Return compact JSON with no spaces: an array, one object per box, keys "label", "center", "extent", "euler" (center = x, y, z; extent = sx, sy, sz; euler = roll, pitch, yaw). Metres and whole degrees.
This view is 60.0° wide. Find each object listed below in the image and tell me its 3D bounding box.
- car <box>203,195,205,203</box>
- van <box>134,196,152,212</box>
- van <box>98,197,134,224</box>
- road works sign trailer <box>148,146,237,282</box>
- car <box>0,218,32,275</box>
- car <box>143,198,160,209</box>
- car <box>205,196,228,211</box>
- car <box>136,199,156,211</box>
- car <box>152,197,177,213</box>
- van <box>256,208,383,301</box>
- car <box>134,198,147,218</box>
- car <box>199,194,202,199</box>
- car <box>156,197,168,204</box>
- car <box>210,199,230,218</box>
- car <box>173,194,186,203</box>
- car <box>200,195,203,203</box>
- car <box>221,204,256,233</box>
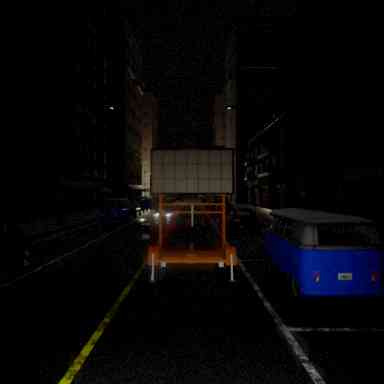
[{"label":"car","center":[2.903,1.442,46.576],"extent":[1.967,1.590,4.097],"euler":[0,0,0]},{"label":"van","center":[-5.634,1.340,35.581],"extent":[1.690,1.788,3.998],"euler":[0,0,0]},{"label":"van","center":[-5.645,1.340,24.580],"extent":[1.690,1.788,3.998],"euler":[0,0,0]},{"label":"road works sign trailer","center":[0.010,0.464,9.747],"extent":[2.380,3.560,2.880],"euler":[0,0,0]},{"label":"car","center":[-5.661,1.439,8.075],"extent":[1.967,1.590,4.097],"euler":[0,0,0]},{"label":"car","center":[-5.622,1.584,46.584],"extent":[1.802,1.307,4.206],"euler":[0,0,0]},{"label":"car","center":[2.892,1.315,35.572],"extent":[2.192,1.841,5.009],"euler":[0,0,0]},{"label":"car","center":[-5.628,1.566,41.083],"extent":[1.947,1.339,4.313],"euler":[0,0,0]},{"label":"car","center":[-3.064,1.547,37.079],"extent":[2.033,1.411,5.357],"euler":[0,0,0]},{"label":"van","center":[2.864,1.340,8.066],"extent":[1.690,1.788,3.998],"euler":[0,0,0]},{"label":"car","center":[-5.639,1.550,30.080],"extent":[2.008,1.369,4.403],"euler":[0,0,0]},{"label":"car","center":[2.925,1.576,68.581],"extent":[1.947,1.339,4.313],"euler":[0,0,0]},{"label":"car","center":[-5.606,1.590,63.088],"extent":[1.802,1.307,4.206],"euler":[0,0,0]},{"label":"car","center":[2.887,1.581,30.071],"extent":[1.802,1.307,4.206],"euler":[0,0,0]},{"label":"car","center":[-2.926,1.252,72.721],"extent":[2.150,2.045,5.566],"euler":[0,0,0]},{"label":"car","center":[2.914,1.556,57.578],"extent":[2.008,1.369,4.403],"euler":[0,0,0]},{"label":"car","center":[2.876,1.581,19.069],"extent":[1.802,1.307,4.206],"euler":[0,0,0]}]
